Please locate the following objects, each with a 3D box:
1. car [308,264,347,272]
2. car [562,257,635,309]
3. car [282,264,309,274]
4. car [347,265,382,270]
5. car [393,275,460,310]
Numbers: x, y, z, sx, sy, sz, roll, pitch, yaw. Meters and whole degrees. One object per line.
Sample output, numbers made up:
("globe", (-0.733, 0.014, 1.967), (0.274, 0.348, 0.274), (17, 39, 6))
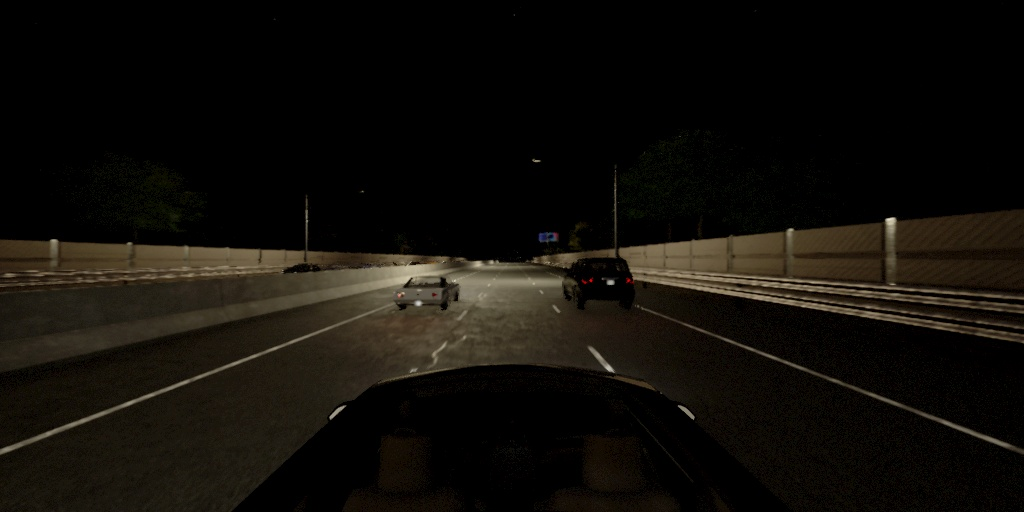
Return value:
("car", (-17.573, 1.631, 35.351), (1.895, 1.301, 4.718), (0, 0, 0))
("car", (3.605, 1.090, 15.786), (2.150, 2.045, 5.566), (0, 0, 0))
("car", (-21.066, 1.543, 36.172), (1.837, 1.490, 4.892), (0, -1, 0))
("car", (-14.071, 1.582, 35.911), (2.033, 1.411, 5.357), (0, -1, 0))
("car", (-3.395, 1.464, 15.220), (1.895, 1.301, 4.718), (0, 0, 0))
